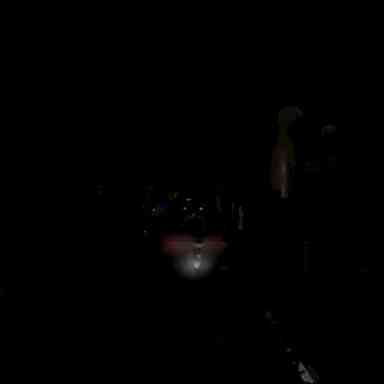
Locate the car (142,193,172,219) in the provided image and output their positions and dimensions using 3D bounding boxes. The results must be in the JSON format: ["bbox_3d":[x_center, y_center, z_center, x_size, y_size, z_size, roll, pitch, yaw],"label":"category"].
[{"bbox_3d":[-2.850,1.086,28.192,2.150,2.045,5.566,0,0,0],"label":"car"}]

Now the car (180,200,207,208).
[{"bbox_3d":[0.083,1.371,25.593,2.128,1.511,4.902,0,0,0],"label":"car"}]

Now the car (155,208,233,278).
[{"bbox_3d":[0.086,1.444,9.965,2.128,1.511,4.902,0,0,0],"label":"car"}]
